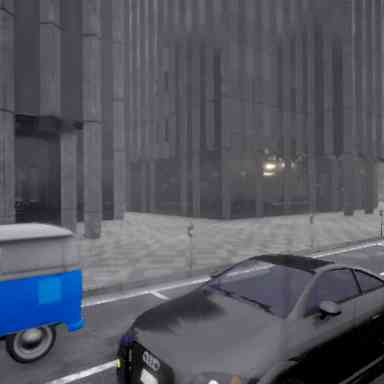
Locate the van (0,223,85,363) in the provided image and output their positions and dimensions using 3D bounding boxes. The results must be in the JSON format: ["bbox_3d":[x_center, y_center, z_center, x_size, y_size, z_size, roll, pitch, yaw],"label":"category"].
[{"bbox_3d":[-3.459,1.372,4.261,3.998,1.788,1.690,0,0,-37],"label":"van"}]

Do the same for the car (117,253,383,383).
[{"bbox_3d":[1.196,1.564,4.293,4.181,1.385,1.994,0,0,-37],"label":"car"}]
